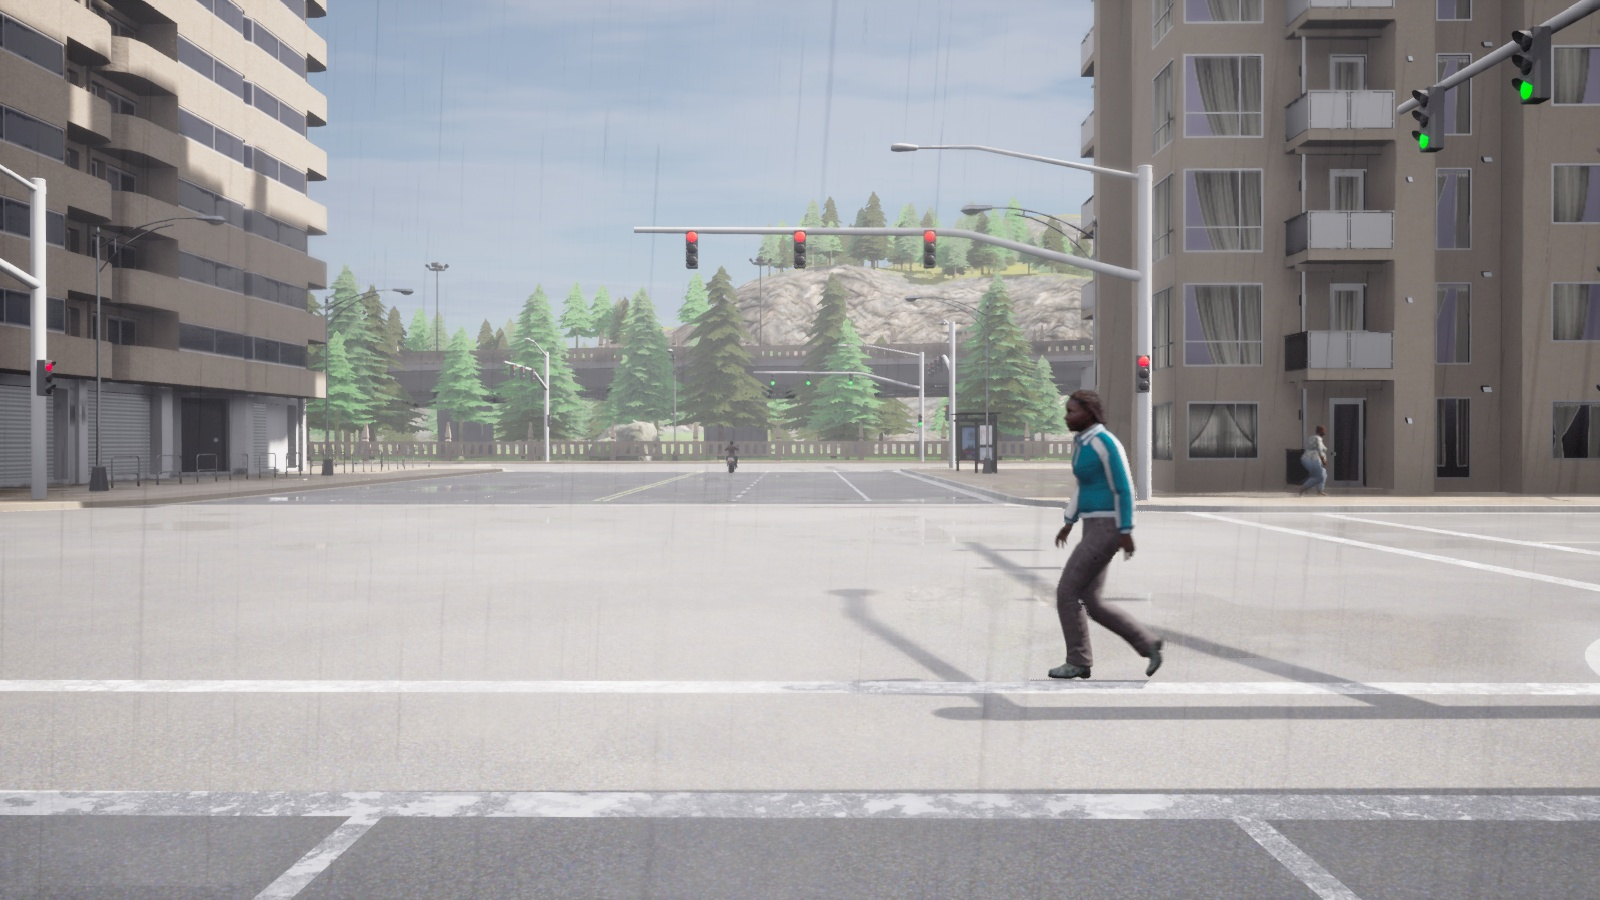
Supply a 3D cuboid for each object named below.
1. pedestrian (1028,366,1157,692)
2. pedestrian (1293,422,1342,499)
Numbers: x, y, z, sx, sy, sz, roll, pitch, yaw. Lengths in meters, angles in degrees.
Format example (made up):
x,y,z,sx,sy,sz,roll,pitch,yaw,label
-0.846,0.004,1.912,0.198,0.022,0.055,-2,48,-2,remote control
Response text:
x,y,z,sx,sy,sz,roll,pitch,yaw,label
1.770,0.467,7.639,0.692,1.930,0.396,0,0,1,pedestrian
12.576,0.243,30.568,0.900,1.855,0.874,0,0,7,pedestrian
